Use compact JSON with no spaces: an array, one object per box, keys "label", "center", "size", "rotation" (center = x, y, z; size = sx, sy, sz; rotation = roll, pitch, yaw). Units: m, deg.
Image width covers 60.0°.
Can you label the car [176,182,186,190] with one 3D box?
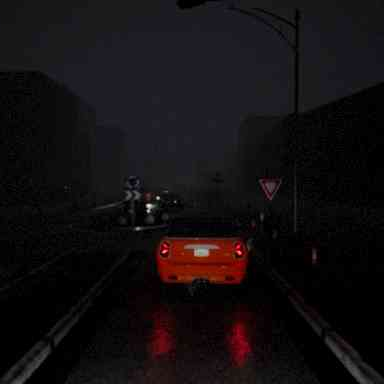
[{"label":"car","center":[-2.415,-1.302,71.544],"size":[1.837,1.490,4.892],"rotation":[0,2,0]}]

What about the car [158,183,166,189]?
[{"label":"car","center":[-5.431,-0.168,49.918],"size":[1.812,1.442,4.674],"rotation":[0,3,0]}]

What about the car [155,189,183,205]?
[{"label":"car","center":[-1.861,0.768,29.829],"size":[2.033,1.411,5.357],"rotation":[0,2,-11]}]

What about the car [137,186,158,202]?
[{"label":"car","center":[-5.434,0.243,37.902],"size":[2.097,1.767,4.553],"rotation":[0,2,1]}]

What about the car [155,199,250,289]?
[{"label":"car","center":[0.326,1.253,9.134],"size":[2.097,1.767,4.553],"rotation":[0,1,3]}]

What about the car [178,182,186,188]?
[{"label":"car","center":[-2.449,-1.747,81.619],"size":[1.882,1.535,5.008],"rotation":[0,2,0]}]

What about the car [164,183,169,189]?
[{"label":"car","center":[-5.402,-0.975,64.666],"size":[1.812,1.442,4.674],"rotation":[0,3,0]}]
